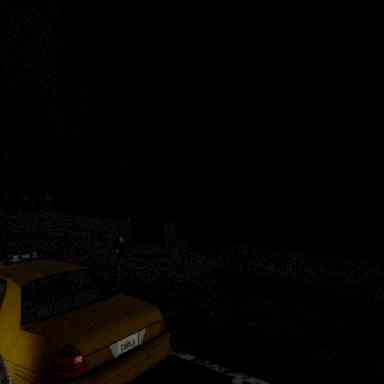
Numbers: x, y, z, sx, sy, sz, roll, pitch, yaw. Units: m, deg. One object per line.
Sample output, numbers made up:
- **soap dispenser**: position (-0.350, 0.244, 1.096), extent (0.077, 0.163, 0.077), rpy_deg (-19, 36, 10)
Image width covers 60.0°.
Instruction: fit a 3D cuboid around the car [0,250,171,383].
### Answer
- **car**: position (-2.536, 1.525, 4.766), extent (4.829, 1.417, 1.752), rpy_deg (0, 0, 35)
